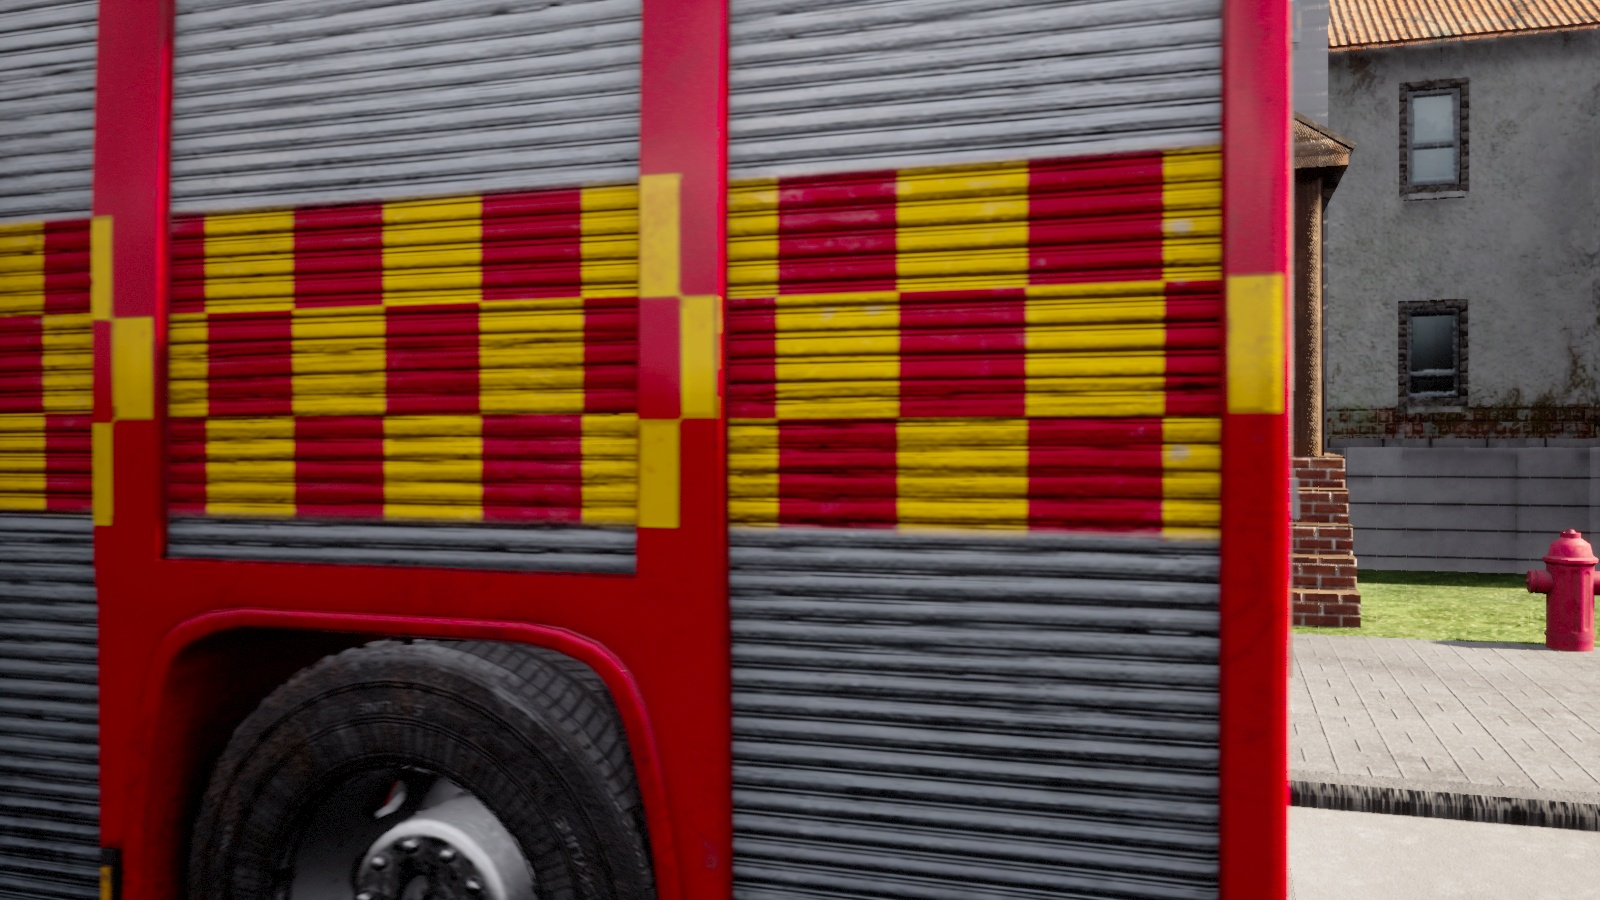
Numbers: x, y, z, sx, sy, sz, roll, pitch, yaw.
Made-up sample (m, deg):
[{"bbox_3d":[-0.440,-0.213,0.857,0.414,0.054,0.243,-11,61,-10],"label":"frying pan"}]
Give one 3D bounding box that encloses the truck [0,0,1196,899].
[{"bbox_3d":[-3.001,-0.424,4.661,8.468,3.827,2.891,1,1,18],"label":"truck"}]
